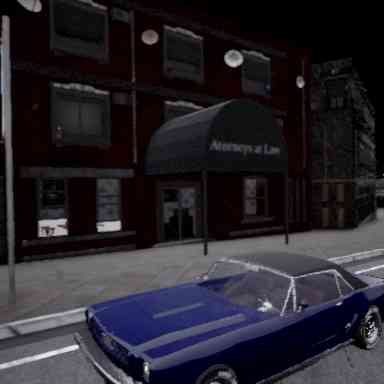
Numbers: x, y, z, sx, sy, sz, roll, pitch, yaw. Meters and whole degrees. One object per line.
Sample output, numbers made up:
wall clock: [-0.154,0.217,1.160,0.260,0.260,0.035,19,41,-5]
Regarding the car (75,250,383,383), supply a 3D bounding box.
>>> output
car: [0.936,1.601,4.664,4.718,1.301,1.895,0,0,-36]
